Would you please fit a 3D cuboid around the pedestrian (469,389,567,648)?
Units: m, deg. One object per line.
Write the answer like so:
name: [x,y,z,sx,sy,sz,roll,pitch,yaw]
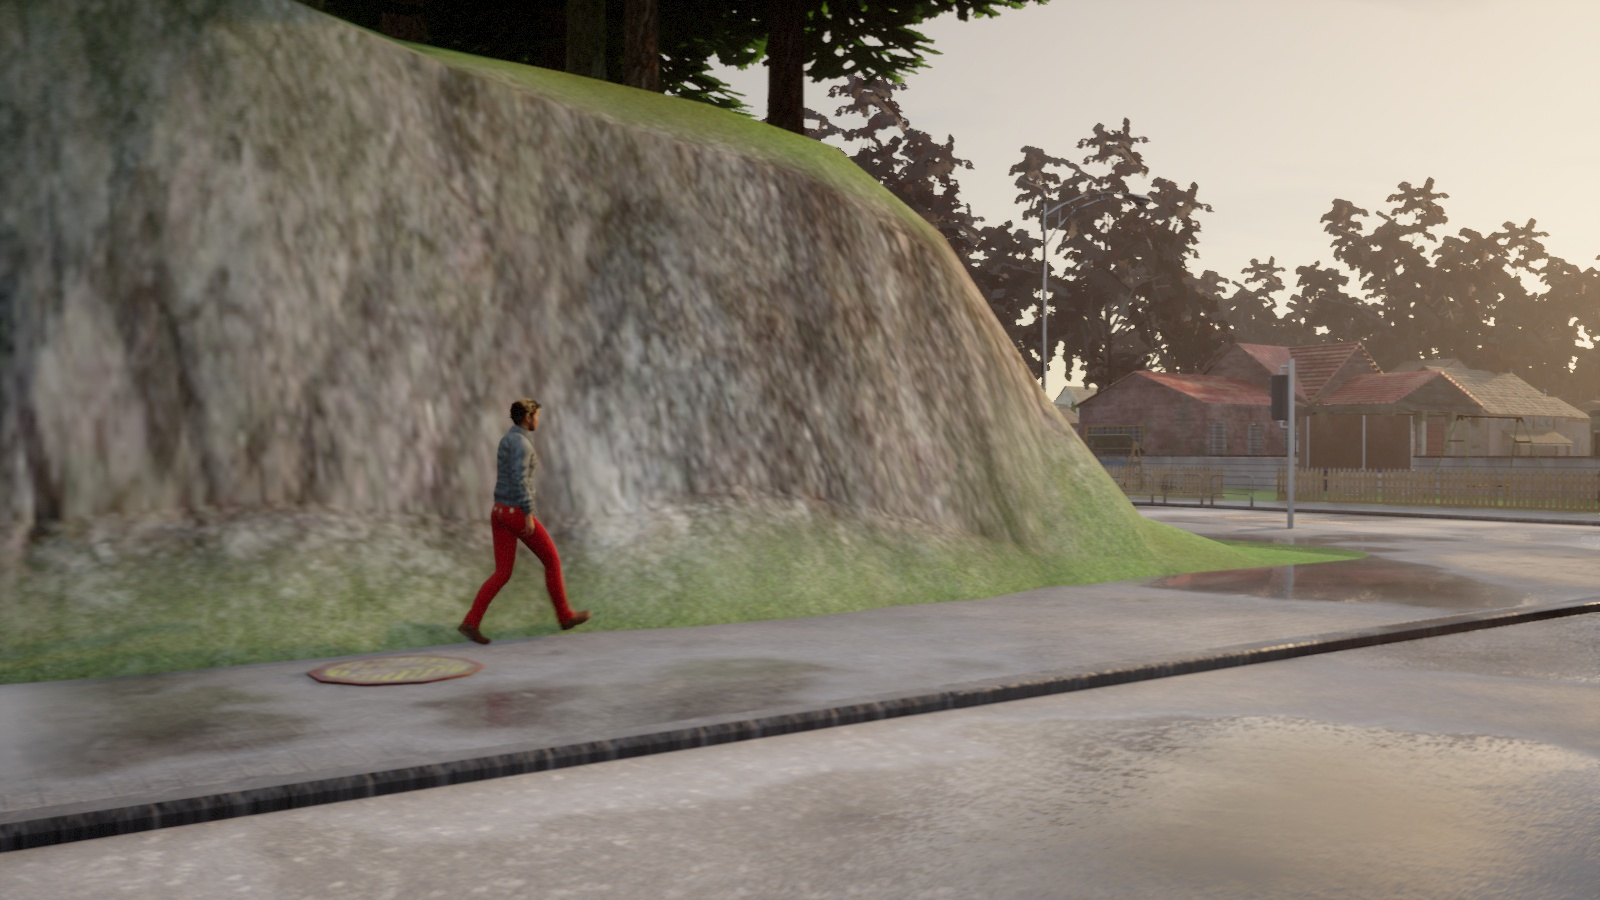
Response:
pedestrian: [-2.078,0.487,9.253,0.614,1.847,0.353,0,0,-35]
